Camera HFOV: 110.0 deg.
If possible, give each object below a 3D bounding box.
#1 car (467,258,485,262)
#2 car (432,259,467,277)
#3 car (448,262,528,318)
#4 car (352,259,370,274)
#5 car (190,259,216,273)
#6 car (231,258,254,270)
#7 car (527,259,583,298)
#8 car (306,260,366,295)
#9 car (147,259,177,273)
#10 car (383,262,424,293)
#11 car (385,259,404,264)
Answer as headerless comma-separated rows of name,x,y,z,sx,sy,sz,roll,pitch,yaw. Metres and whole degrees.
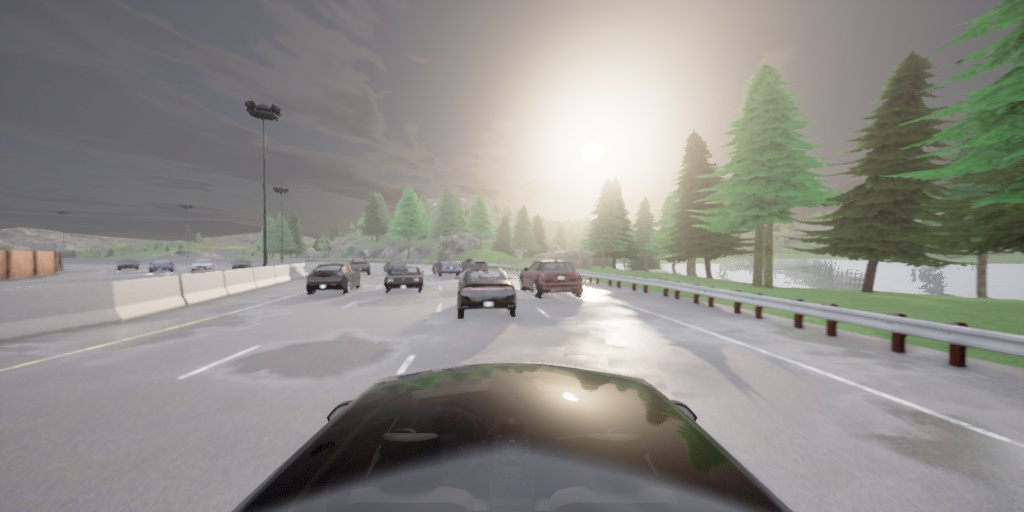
car,-3.807,0.941,35.646,1.837,1.490,4.892,0,1,-23
car,-5.877,1.031,31.766,2.033,1.411,5.357,0,1,-21
car,-0.984,1.140,12.616,2.128,1.511,4.902,0,1,-8
car,-14.925,0.988,34.940,2.128,1.511,4.902,0,1,-25
car,-34.720,1.063,40.370,1.812,1.442,4.674,-1,1,-37
car,-32.380,1.006,43.078,1.837,1.490,4.892,0,0,-37
car,1.721,0.940,17.438,2.097,1.767,4.553,0,1,-10
car,-9.251,1.131,18.903,1.837,1.490,4.892,0,1,-13
car,-38.483,1.089,39.537,1.812,1.442,4.674,-1,1,-39
car,-5.817,1.202,19.753,1.895,1.301,4.718,0,1,-13
car,-11.850,1.030,36.513,1.994,1.385,4.181,0,1,-26
